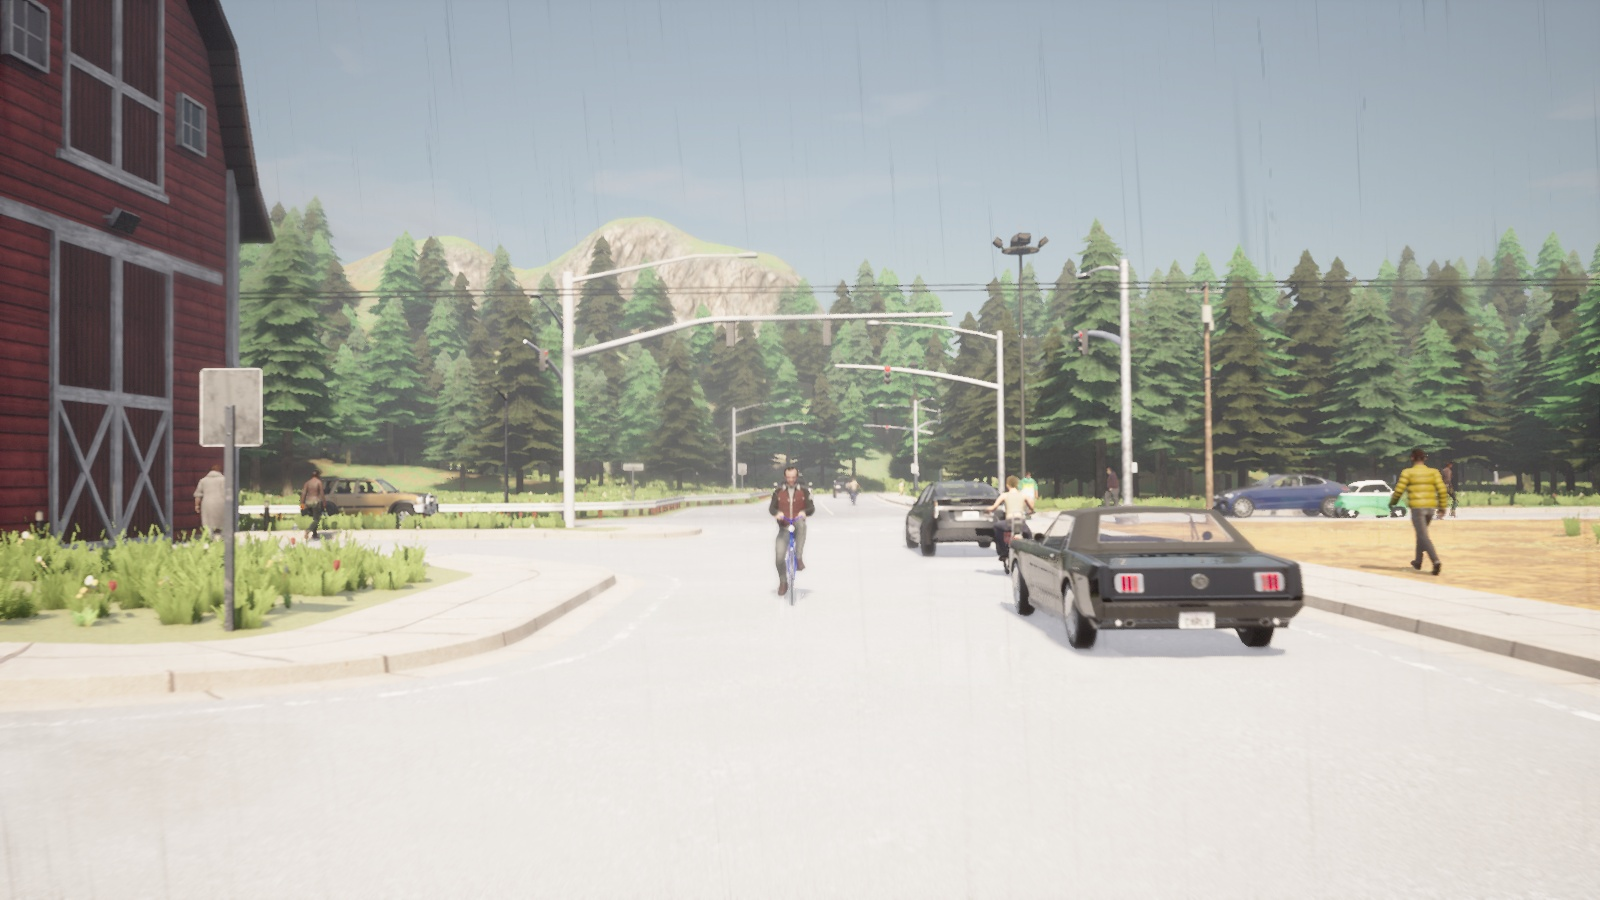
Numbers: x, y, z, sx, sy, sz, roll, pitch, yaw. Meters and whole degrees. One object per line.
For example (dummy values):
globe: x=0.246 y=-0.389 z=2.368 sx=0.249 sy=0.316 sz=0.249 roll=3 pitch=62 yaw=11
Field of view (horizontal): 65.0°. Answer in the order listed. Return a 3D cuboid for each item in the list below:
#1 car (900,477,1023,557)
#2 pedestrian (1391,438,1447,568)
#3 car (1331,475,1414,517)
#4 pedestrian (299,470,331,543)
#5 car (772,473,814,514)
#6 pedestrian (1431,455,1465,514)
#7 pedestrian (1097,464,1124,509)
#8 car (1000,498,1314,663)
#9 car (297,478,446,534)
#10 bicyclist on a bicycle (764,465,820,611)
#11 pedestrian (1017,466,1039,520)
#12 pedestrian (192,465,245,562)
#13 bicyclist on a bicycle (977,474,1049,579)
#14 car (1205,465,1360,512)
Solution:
car: x=3.348 y=1.355 z=26.854 sx=2.007 sy=1.525 sz=4.514 roll=-1 pitch=-1 yaw=0
pedestrian: x=8.999 y=0.766 z=18.271 sx=0.431 sy=1.840 sz=0.709 roll=-1 pitch=-1 yaw=2
car: x=20.054 y=1.606 z=44.045 sx=2.207 sy=1.376 sz=1.481 roll=-1 pitch=-1 yaw=0
pedestrian: x=-12.290 y=1.420 z=31.834 sx=0.328 sy=1.805 sz=0.869 roll=-1 pitch=-1 yaw=10
car: x=-0.320 y=2.049 z=60.379 sx=1.932 sy=1.855 sz=4.605 roll=-1 pitch=-1 yaw=0
pedestrian: x=19.926 y=1.064 z=38.622 sx=0.869 sy=1.805 sz=0.328 roll=-1 pitch=-1 yaw=-10
pedestrian: x=12.798 y=1.501 z=51.718 sx=0.899 sy=1.844 sz=0.634 roll=-1 pitch=-1 yaw=-1
car: x=3.416 y=1.199 z=13.073 sx=1.895 sy=1.301 sz=4.718 roll=-1 pitch=-1 yaw=0
car: x=-15.146 y=1.962 z=44.511 sx=4.605 sy=1.855 sz=1.932 roll=-1 pitch=-1 yaw=1
bicyclist on a bicycle: x=-0.101 y=1.100 z=16.301 sx=0.659 sy=1.776 sz=1.843 roll=-1 pitch=-2 yaw=0
pedestrian: x=8.354 y=1.579 z=46.039 sx=0.659 sy=1.952 sz=0.873 roll=-1 pitch=-1 yaw=3
pedestrian: x=-11.958 y=1.285 z=25.834 sx=0.659 sy=1.952 sz=0.873 roll=-1 pitch=-1 yaw=1
bicyclist on a bicycle: x=3.383 y=1.194 z=20.077 sx=0.866 sy=1.612 sz=1.509 roll=-1 pitch=-1 yaw=0
car: x=18.204 y=1.441 z=47.584 sx=5.027 sy=1.651 sz=2.152 roll=-1 pitch=-1 yaw=1
